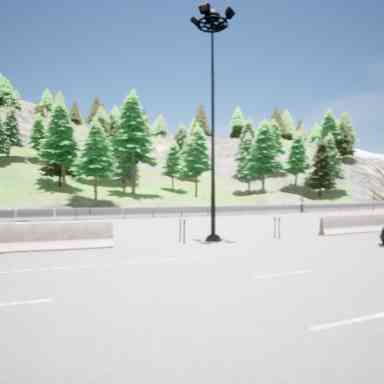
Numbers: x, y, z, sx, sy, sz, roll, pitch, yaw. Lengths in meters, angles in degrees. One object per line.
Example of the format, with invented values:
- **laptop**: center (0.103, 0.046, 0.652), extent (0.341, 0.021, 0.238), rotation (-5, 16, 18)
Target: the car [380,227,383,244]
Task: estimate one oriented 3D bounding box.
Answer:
- **car**: center (10.738, 1.784, 15.387), extent (4.181, 1.385, 1.994), rotation (0, -1, -26)
